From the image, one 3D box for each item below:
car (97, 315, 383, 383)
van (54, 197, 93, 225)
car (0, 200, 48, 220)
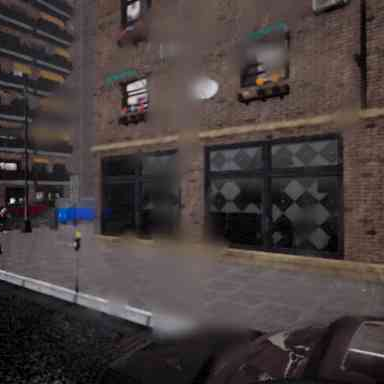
[{"bbox_3d":[1.166,1.551,2.050,4.403,1.369,2.008,0,0,36],"label":"car"},{"bbox_3d":[-7.497,1.277,23.055,1.690,1.788,3.998,0,0,35],"label":"van"},{"bbox_3d":[-14.344,1.440,27.886,1.967,1.590,4.097,0,0,35],"label":"car"}]
